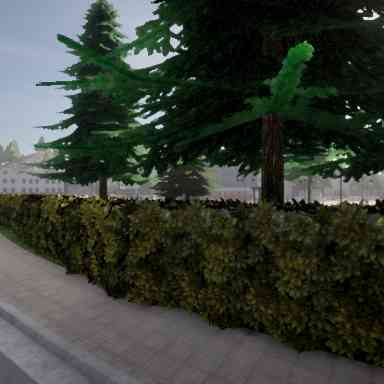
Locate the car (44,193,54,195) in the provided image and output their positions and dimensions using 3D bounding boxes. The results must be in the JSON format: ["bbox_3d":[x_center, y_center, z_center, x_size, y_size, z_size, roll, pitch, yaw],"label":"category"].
[{"bbox_3d":[-29.661,1.298,72.138,4.514,1.523,2.007,0,0,-36],"label":"car"}]

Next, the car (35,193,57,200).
[{"bbox_3d":[-36.346,1.097,82.672,4.605,1.855,1.932,0,0,-36],"label":"car"}]

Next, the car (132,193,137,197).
[{"bbox_3d":[-10.904,1.097,77.745,4.605,1.855,1.932,0,0,-36],"label":"car"}]

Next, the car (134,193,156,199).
[{"bbox_3d":[-7.945,1.384,60.661,3.806,1.475,1.970,0,0,-36],"label":"car"}]

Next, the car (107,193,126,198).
[{"bbox_3d":[-20.394,1.153,90.259,5.027,1.636,2.152,0,0,-36],"label":"car"}]

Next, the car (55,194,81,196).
[{"bbox_3d":[-23.868,1.320,63.995,3.633,1.501,1.845,0,0,-36],"label":"car"}]
